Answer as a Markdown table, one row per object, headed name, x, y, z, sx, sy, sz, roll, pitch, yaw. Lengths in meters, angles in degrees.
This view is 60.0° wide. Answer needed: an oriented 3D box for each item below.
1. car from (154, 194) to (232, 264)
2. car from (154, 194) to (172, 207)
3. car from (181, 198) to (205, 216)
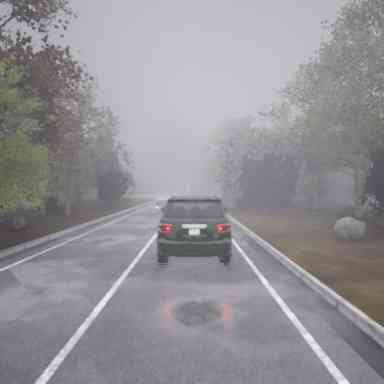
| name | x | y | z | sx | sy | sz | roll | pitch | yaw |
| --- | --- | --- | --- | --- | --- | --- | --- | --- | --- |
| car | 0.074 | 1.097 | 11.413 | 2.150 | 2.045 | 5.566 | 0 | 1 | 0 |
| car | -3.587 | 0.991 | 41.881 | 1.812 | 1.442 | 4.674 | 0 | 1 | 0 |
| car | 0.087 | 1.243 | 28.909 | 1.895 | 1.301 | 4.718 | 0 | 1 | 0 |
